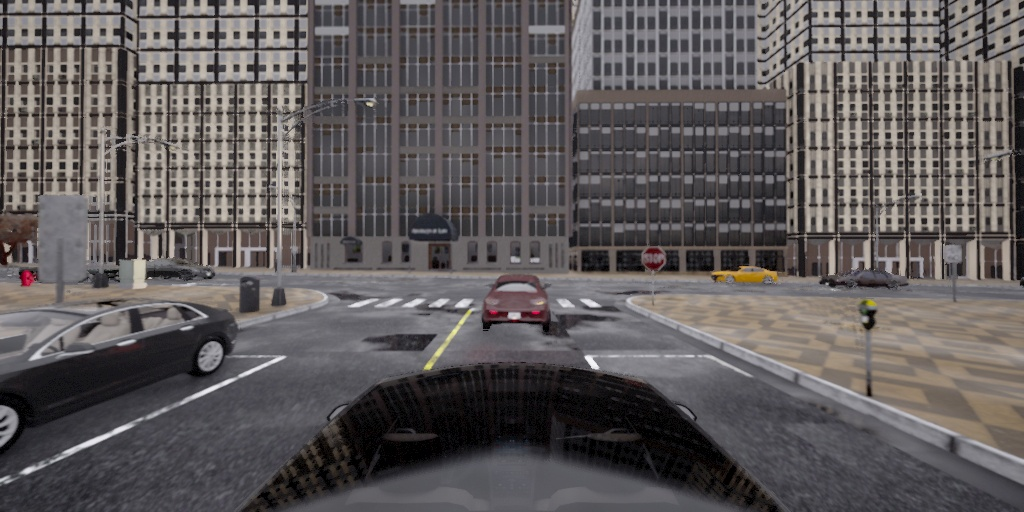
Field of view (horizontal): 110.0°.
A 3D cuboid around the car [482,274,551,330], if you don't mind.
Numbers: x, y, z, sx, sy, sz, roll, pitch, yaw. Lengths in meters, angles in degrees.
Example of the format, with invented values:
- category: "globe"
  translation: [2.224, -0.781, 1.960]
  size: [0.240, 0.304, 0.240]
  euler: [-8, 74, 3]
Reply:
- category: "car"
  translation: [0.196, 1.270, 10.957]
  size: [1.812, 1.442, 4.674]
  euler: [0, 0, 3]

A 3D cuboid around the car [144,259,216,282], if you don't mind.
- category: "car"
  translation: [-22.555, 0.907, 23.961]
  size: [4.674, 1.442, 1.812]
  euler: [1, -1, 1]

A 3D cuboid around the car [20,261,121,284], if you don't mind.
- category: "car"
  translation: [-24.988, 0.913, 20.748]
  size: [4.718, 1.301, 1.895]
  euler: [1, -1, 1]

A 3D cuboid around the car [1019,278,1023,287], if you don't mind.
- category: "car"
  translation: [45.641, 2.049, 29.890]
  size: [4.892, 1.490, 1.837]
  euler: [1, -1, 1]

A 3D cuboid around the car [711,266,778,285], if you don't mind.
- category: "car"
  translation: [19.496, 1.599, 30.230]
  size: [5.008, 1.535, 1.882]
  euler: [1, -1, 1]

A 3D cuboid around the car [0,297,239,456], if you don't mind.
- category: "car"
  translation: [-5.822, 1.299, 4.723]
  size: [2.007, 1.370, 4.403]
  euler: [0, 0, 0]

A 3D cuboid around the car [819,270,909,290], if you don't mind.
- category: "car"
  translation: [26.338, 1.748, 26.908]
  size: [5.357, 1.411, 2.033]
  euler: [1, -1, 1]
